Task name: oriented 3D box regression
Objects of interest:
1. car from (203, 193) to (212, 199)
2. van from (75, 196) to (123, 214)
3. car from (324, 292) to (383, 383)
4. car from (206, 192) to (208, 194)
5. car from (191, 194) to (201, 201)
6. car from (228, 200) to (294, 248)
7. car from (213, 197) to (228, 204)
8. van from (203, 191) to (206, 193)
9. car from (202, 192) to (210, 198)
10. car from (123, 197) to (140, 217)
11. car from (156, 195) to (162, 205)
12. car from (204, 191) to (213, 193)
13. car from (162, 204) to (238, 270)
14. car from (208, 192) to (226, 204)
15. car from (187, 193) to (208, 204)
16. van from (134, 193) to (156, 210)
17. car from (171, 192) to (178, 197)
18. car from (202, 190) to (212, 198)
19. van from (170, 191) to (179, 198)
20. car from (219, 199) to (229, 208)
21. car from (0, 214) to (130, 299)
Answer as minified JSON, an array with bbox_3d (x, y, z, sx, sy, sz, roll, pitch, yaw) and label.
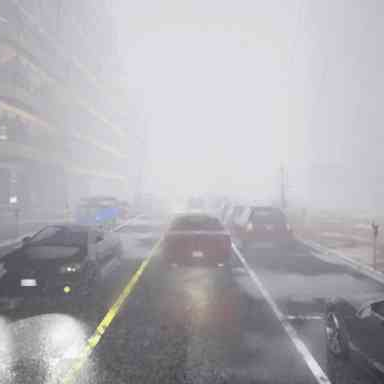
[{"bbox_3d":[3.442,0.851,74.733,2.008,1.369,4.403,0,0,1],"label":"car"},{"bbox_3d":[-5.492,1.146,19.593,1.690,1.788,3.998,0,1,1],"label":"van"},{"bbox_3d":[2.722,1.535,2.943,1.947,1.339,4.313,0,1,1],"label":"car"},{"bbox_3d":[3.165,1.110,47.122,1.947,1.339,4.313,0,1,1],"label":"car"},{"bbox_3d":[0.740,0.996,63.872,1.895,1.301,4.718,0,1,1],"label":"car"},{"bbox_3d":[2.833,1.300,13.986,1.967,1.590,4.097,0,1,1],"label":"car"},{"bbox_3d":[2.944,1.303,25.033,2.008,1.369,4.403,0,1,1],"label":"car"},{"bbox_3d":[3.276,0.786,58.165,1.690,1.788,3.998,0,0,1],"label":"van"},{"bbox_3d":[3.553,0.773,85.778,1.947,1.339,4.313,0,0,1],"label":"car"},{"bbox_3d":[-5.437,1.296,25.117,1.887,1.381,4.507,0,1,1],"label":"car"},{"bbox_3d":[-5.215,1.093,47.206,2.008,1.369,4.403,0,1,1],"label":"car"},{"bbox_3d":[3.221,1.038,52.644,1.887,1.381,4.507,0,1,1],"label":"car"},{"bbox_3d":[0.148,1.369,10.715,1.882,1.535,5.008,0,1,0],"label":"car"},{"bbox_3d":[3.055,1.086,36.075,1.967,1.590,4.097,0,1,1],"label":"car"},{"bbox_3d":[0.462,1.192,36.228,2.033,1.411,5.357,0,1,1],"label":"car"},{"bbox_3d":[-5.325,0.986,36.159,1.690,1.788,3.998,0,1,1],"label":"van"},{"bbox_3d":[-4.774,0.687,91.215,1.752,1.417,4.829,0,0,1],"label":"car"},{"bbox_3d":[3.498,0.568,80.254,2.192,1.841,5.009,0,0,1],"label":"car"},{"bbox_3d":[-4.827,0.547,85.860,1.690,1.788,3.998,0,0,1],"label":"van"},{"bbox_3d":[2.888,1.357,19.510,2.008,1.369,4.403,0,1,1],"label":"car"},{"bbox_3d":[-3.019,1.481,8.176,1.994,1.385,4.181,0,1,1],"label":"car"}]
